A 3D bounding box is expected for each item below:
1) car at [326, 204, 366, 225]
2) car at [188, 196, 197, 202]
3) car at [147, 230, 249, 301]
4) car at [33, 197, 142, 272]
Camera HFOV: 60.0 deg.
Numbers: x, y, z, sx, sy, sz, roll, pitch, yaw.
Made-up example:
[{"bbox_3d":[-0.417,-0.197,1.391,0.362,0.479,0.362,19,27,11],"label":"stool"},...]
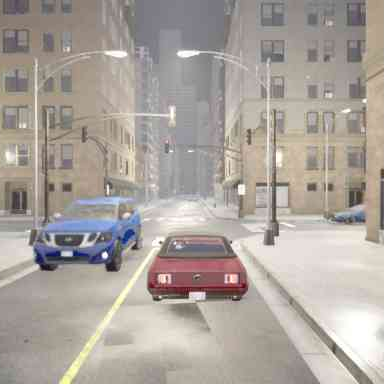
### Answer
[{"bbox_3d":[12.198,1.512,22.852,5.357,1.411,2.033,0,0,3],"label":"car"},{"bbox_3d":[0.098,1.567,75.174,1.895,1.301,4.718,0,0,0],"label":"car"},{"bbox_3d":[0.093,1.601,8.261,1.895,1.301,4.718,0,0,0],"label":"car"},{"bbox_3d":[-3.116,1.221,11.206,2.150,2.045,5.566,0,0,1],"label":"car"}]
